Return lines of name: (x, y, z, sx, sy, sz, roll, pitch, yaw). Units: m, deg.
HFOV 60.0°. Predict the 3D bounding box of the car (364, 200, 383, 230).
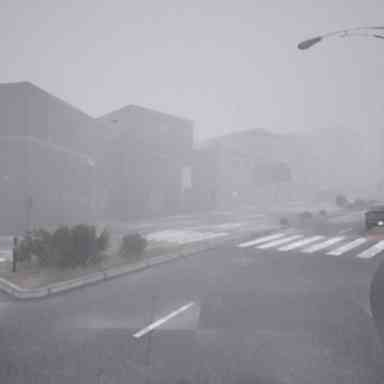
car: (10.908, 1.155, 18.072, 1.837, 1.490, 4.892, -4, 0, 44)
